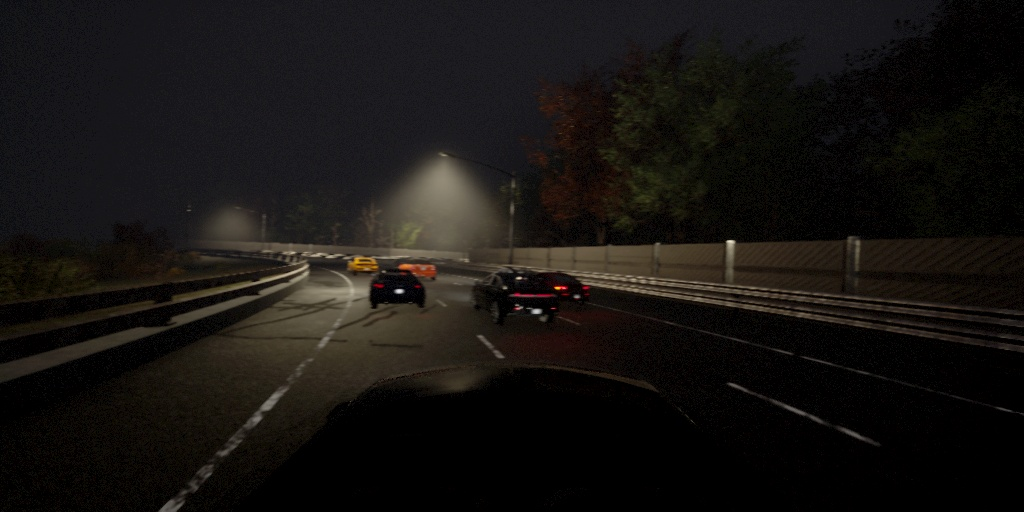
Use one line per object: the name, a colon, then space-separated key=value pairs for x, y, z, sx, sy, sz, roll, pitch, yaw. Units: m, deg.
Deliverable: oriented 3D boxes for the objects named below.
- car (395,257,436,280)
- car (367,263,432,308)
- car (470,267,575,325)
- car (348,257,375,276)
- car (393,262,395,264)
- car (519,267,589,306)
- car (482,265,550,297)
car: x=-7.712 y=0.957 z=28.950 sx=2.097 sy=1.767 sz=4.553 roll=3 pitch=0 yaw=-29
car: x=-4.712 y=1.198 z=14.549 sx=1.994 sy=1.385 sz=4.181 roll=3 pitch=0 yaw=-21
car: x=-0.098 y=1.312 z=12.273 sx=2.128 sy=1.511 sz=4.902 roll=3 pitch=0 yaw=-19
car: x=-12.961 y=0.868 z=31.074 sx=1.882 sy=1.535 sz=5.008 roll=3 pitch=-1 yaw=-31
car: x=-14.940 y=0.995 z=48.996 sx=1.994 sy=1.385 sz=4.181 roll=3 pitch=0 yaw=-28
car: x=1.818 y=1.463 z=16.845 sx=1.812 sy=1.442 sz=4.674 roll=3 pitch=-1 yaw=-22
car: x=0.071 y=1.383 z=21.236 sx=2.128 sy=1.511 sz=4.902 roll=3 pitch=-1 yaw=-24
